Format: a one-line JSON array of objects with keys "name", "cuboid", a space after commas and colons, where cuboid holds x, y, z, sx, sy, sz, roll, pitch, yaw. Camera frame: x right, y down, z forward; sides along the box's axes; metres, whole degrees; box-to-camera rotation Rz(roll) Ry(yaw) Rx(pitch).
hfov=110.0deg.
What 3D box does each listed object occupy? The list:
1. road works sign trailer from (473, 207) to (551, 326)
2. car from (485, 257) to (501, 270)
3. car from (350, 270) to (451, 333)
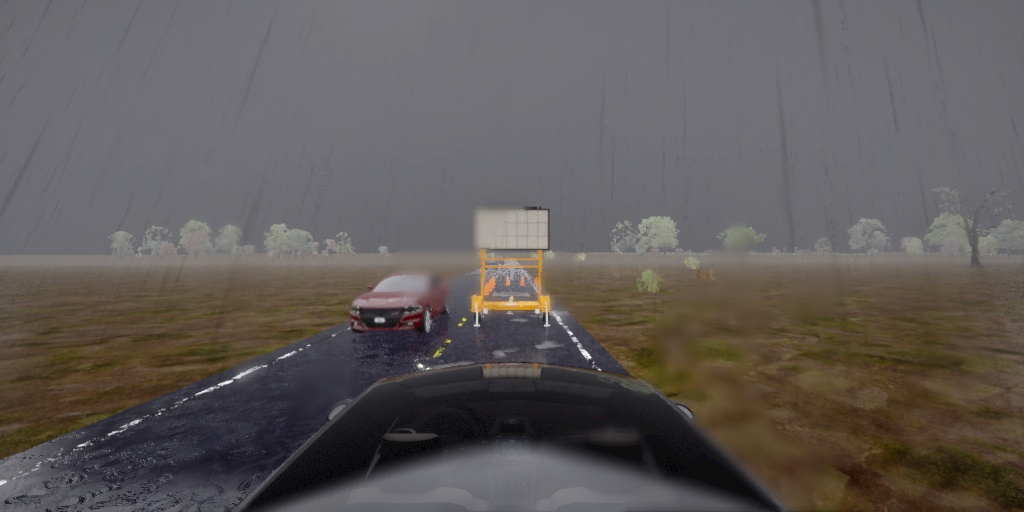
[{"name": "road works sign trailer", "cuboid": [-0.001, 0.214, 11.611, 2.380, 3.560, 2.880, 0, 0, 0]}, {"name": "car", "cuboid": [-3.095, 1.296, 53.201, 2.033, 1.411, 5.357, 0, 0, 0]}, {"name": "car", "cuboid": [-3.099, 1.227, 10.890, 1.882, 1.535, 5.008, 0, 0, 0]}]
